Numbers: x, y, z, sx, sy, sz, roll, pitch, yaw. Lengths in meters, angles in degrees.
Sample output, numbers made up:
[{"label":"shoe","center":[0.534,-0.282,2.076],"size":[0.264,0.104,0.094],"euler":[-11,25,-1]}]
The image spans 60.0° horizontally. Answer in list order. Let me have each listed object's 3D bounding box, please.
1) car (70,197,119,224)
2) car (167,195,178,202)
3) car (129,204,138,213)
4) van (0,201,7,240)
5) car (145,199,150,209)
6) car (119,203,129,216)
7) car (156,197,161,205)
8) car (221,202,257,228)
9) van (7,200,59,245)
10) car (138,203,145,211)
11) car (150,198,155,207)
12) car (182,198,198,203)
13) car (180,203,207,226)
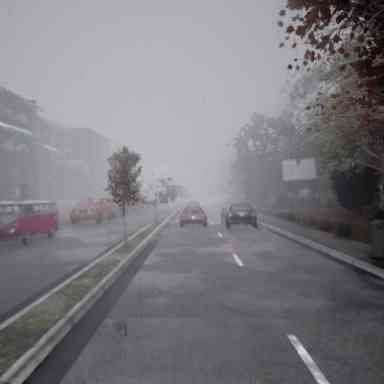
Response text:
[{"label":"car","center":[-8.021,1.437,27.183],"size":[2.435,2.045,5.566],"euler":[0,0,0]},{"label":"car","center":[-6.176,1.906,93.542],"size":[1.946,1.575,5.366],"euler":[0,0,7]},{"label":"car","center":[-7.957,1.791,38.305],"size":[2.002,1.452,4.674],"euler":[0,0,0]},{"label":"van","center":[-8.118,1.346,10.456],"size":[1.878,1.987,4.442],"euler":[0,0,0]},{"label":"car","center":[-7.892,1.843,49.398],"size":[2.002,1.452,4.674],"euler":[0,0,0]},{"label":"car","center":[-7.989,1.751,32.727],"size":[2.163,1.488,4.792],"euler":[0,0,0]},{"label":"car","center":[-7.796,1.860,65.941],"size":[2.097,1.535,5.008],"euler":[0,0,1]},{"label":"car","center":[3.255,1.535,23.772],"size":[2.097,1.767,4.553],"euler":[0,0,0]},{"label":"van","center":[-8.085,1.388,16.003],"size":[1.878,1.987,4.442],"euler":[0,0,0]},{"label":"car","center":[-7.924,1.807,43.821],"size":[2.163,1.488,4.792],"euler":[0,0,0]},{"label":"car","center":[-7.860,1.825,54.949],"size":[2.231,1.521,4.892],"euler":[0,0,0]},{"label":"car","center":[0.145,1.841,41.989],"size":[2.033,1.411,5.357],"euler":[0,0,1]},{"label":"car","center":[0.104,1.755,25.073],"size":[1.994,1.385,4.181],"euler":[0,0,0]}]
